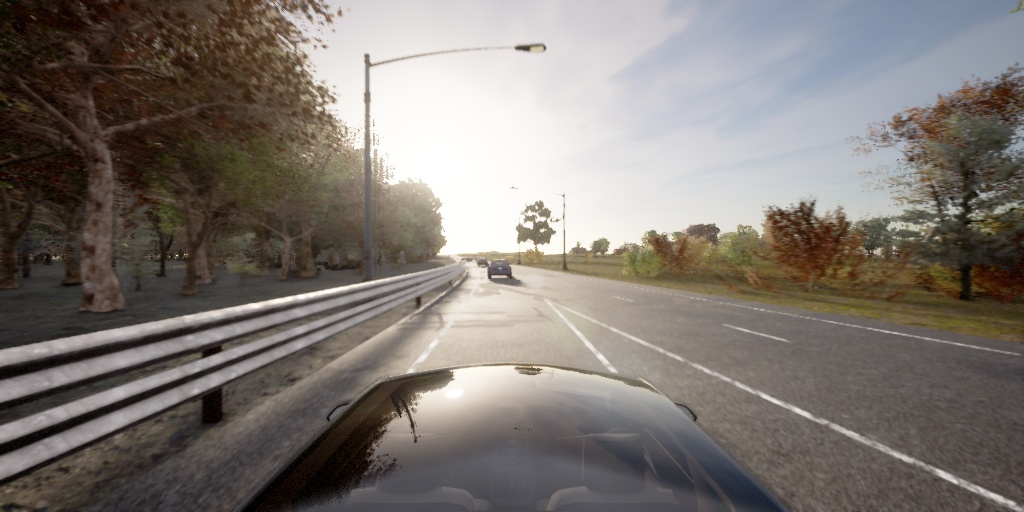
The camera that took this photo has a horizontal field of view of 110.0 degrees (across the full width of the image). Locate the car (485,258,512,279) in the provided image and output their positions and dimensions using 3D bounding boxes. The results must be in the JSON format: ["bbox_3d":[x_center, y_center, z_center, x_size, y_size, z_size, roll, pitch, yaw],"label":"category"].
[{"bbox_3d":[-1.165,1.051,32.339,2.097,1.767,4.553,0,0,-5],"label":"car"}]
